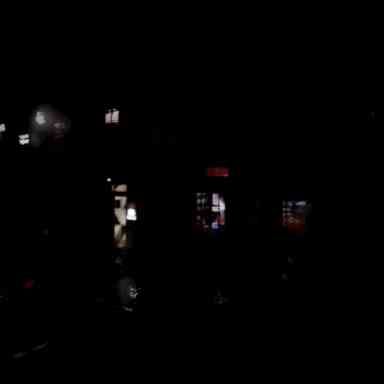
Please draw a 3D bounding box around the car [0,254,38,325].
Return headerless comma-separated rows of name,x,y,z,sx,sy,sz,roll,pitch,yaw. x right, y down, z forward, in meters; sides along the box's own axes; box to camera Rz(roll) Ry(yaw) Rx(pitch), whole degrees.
car,-4.445,1.617,6.032,4.206,1.307,1.802,0,1,36
